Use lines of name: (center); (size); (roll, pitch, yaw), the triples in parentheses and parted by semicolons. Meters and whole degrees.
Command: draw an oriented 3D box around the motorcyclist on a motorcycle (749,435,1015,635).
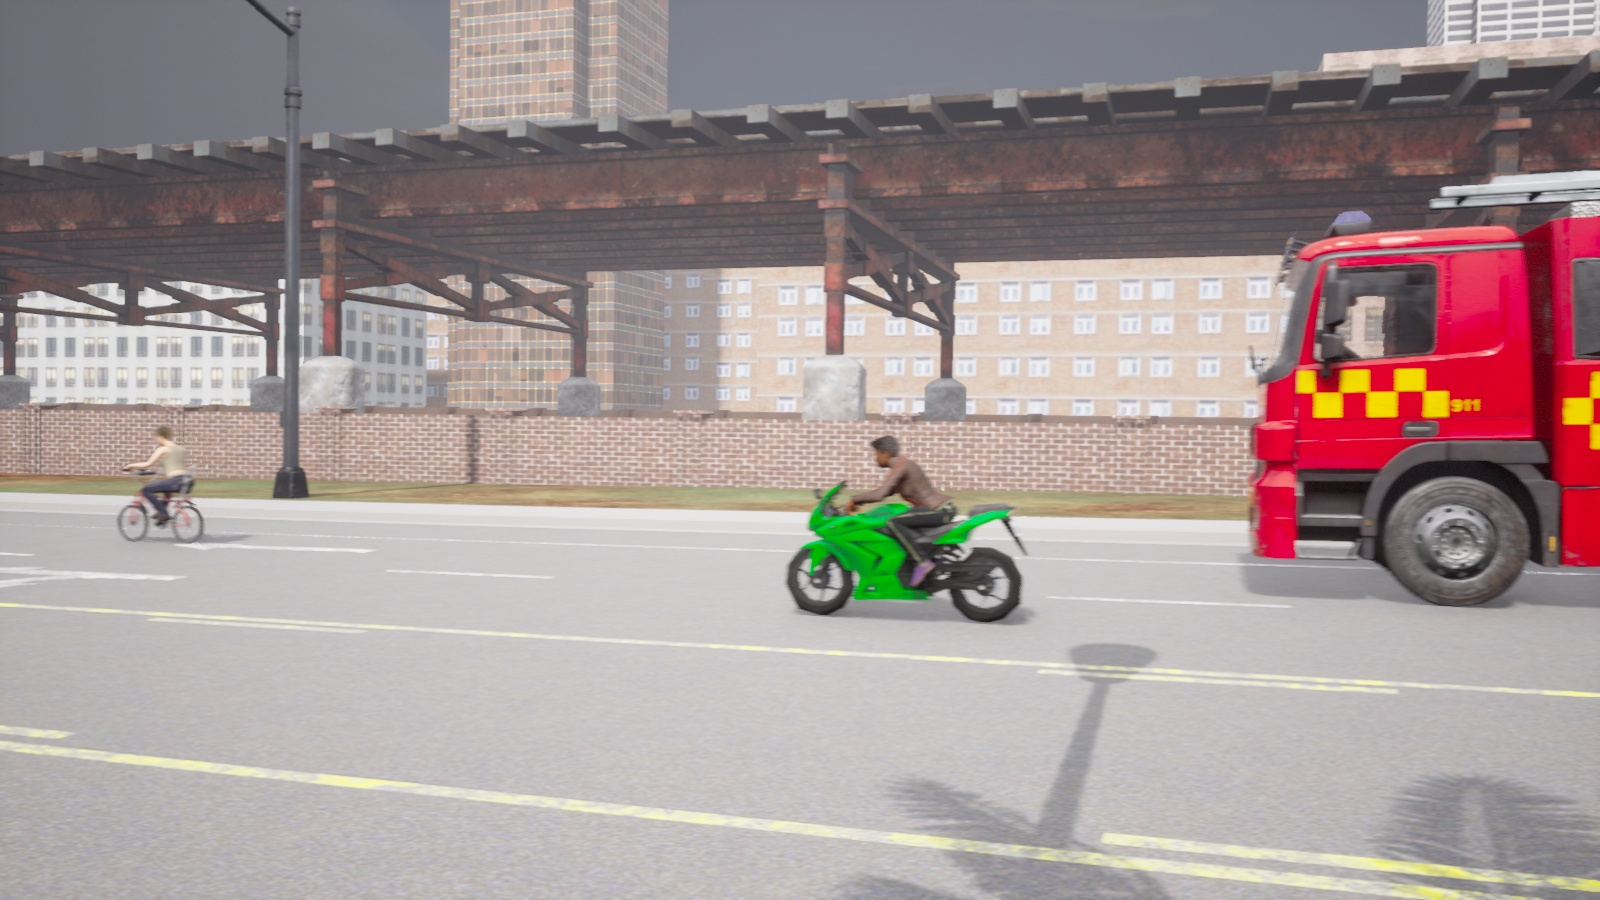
motorcyclist on a motorcycle: (0.683, 0.645, 10.348); (2.044, 1.523, 0.797); (1, 1, 19)

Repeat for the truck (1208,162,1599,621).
truck: (8.216, -0.493, 11.487); (8.468, 3.827, 2.891); (0, 1, 19)

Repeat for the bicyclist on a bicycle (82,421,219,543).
bicyclist on a bicycle: (-8.914, 0.413, 17.263); (1.509, 1.612, 0.866); (1, 1, 19)
